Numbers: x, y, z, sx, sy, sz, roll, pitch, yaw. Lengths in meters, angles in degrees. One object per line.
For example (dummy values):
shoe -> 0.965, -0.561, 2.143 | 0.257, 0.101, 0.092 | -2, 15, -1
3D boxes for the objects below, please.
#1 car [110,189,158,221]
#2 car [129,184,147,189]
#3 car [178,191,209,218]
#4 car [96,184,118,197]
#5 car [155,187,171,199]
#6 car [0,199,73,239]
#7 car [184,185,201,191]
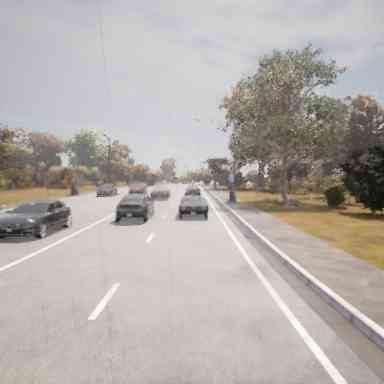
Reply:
car -> -3.399, 0.870, 20.395 | 1.837, 1.490, 4.892 | 0, 3, 0
car -> -7.076, -0.330, 43.681 | 1.882, 1.535, 5.008 | 0, 3, 0
car -> 0.099, 0.882, 22.026 | 1.895, 1.301, 4.718 | 0, 3, 0
car -> -10.584, -0.202, 41.671 | 1.837, 1.490, 4.892 | 0, 3, 0
car -> -3.420, 0.102, 37.556 | 1.895, 1.301, 4.718 | 0, 3, 0
car -> -7.055, 1.125, 15.274 | 1.837, 1.490, 4.892 | 0, 3, 0
car -> 0.082, -0.066, 39.392 | 1.812, 1.442, 4.674 | 0, 3, 0
